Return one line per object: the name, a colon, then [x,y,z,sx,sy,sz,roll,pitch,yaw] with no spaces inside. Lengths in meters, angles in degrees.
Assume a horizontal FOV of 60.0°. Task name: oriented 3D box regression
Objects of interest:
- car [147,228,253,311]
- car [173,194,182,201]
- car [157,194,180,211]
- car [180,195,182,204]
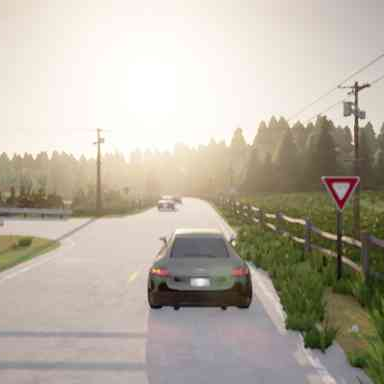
car: [0.147,1.522,7.770,1.994,1.385,4.181,0,0,0]
car: [-3.048,1.136,70.461,1.812,1.442,4.674,0,0,-2]
car: [-2.850,1.289,37.940,2.128,1.511,4.902,0,0,1]
car: [-2.701,1.183,55.333,1.882,1.535,5.008,0,0,0]
